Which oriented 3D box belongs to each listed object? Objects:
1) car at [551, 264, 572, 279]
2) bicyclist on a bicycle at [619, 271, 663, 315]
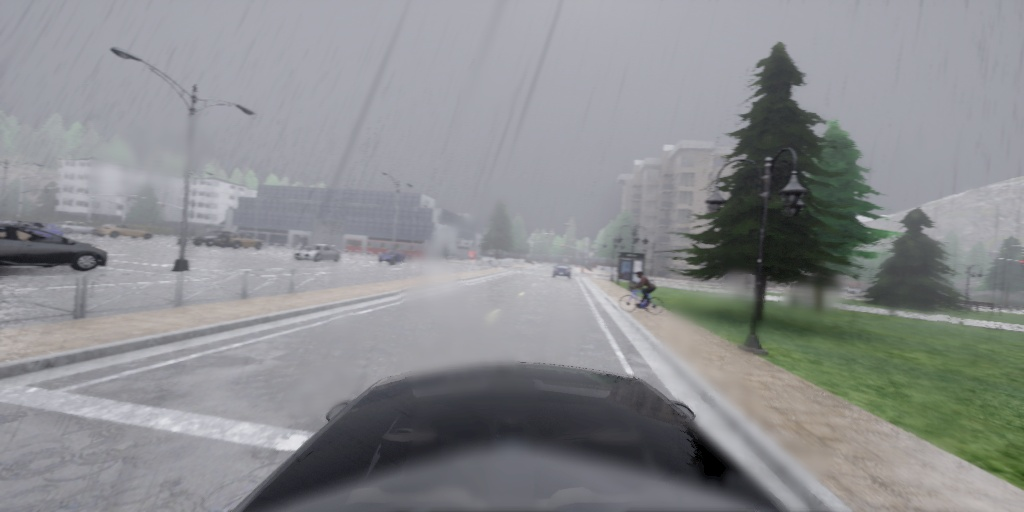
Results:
[{"bbox_3d":[5.420,1.618,38.566,1.812,1.442,4.674,5,0,10],"label":"car"},{"bbox_3d":[4.979,1.418,13.727,1.656,1.620,0.582,5,0,9],"label":"bicyclist on a bicycle"}]
